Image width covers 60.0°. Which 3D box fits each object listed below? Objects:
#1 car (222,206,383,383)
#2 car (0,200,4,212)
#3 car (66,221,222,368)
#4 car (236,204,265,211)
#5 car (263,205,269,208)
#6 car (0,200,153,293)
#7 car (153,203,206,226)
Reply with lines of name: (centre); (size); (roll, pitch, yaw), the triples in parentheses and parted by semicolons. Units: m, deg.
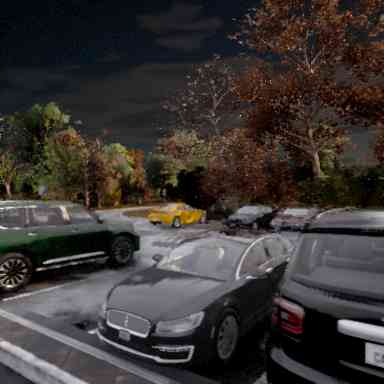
car: (2.884, 1.217, 4.419); (2.435, 2.045, 5.566); (0, 0, 35)
car: (-26.648, 1.861, 41.544); (2.097, 1.535, 5.008); (-1, 0, 36)
car: (0.588, 1.475, 6.029); (2.231, 1.521, 4.892); (0, 0, 35)
car: (3.627, 1.499, 19.927); (2.097, 1.535, 5.008); (-1, 0, 36)
car: (5.894, 1.526, 18.305); (2.002, 1.452, 4.674); (0, 0, 36)
car: (-3.963, 1.248, 9.303); (2.435, 2.045, 5.566); (0, 0, 36)
car: (-0.911, 1.537, 23.153); (2.097, 1.535, 5.008); (-1, 0, 36)
